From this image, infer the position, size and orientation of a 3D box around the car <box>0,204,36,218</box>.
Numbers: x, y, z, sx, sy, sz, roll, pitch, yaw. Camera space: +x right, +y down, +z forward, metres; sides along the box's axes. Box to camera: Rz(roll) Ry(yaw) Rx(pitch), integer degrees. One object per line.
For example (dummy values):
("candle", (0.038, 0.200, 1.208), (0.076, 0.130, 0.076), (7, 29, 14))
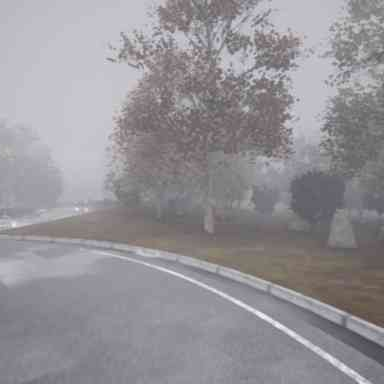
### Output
("car", (-18.067, 1.927, 34.428), (1.895, 1.301, 4.718), (-1, 0, -1))

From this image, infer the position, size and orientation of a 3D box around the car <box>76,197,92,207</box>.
("car", (-18.399, 1.664, 57.263), (2.097, 1.767, 4.553), (-1, 0, -1))

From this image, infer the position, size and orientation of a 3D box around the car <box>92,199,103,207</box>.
("car", (-14.800, 1.722, 55.982), (1.882, 1.535, 5.008), (-1, 0, -1))
